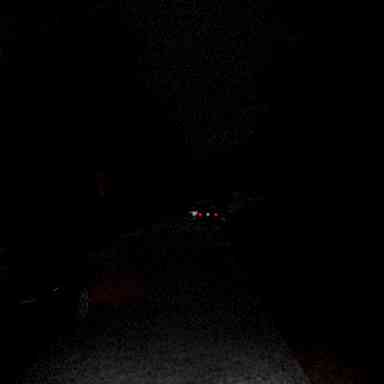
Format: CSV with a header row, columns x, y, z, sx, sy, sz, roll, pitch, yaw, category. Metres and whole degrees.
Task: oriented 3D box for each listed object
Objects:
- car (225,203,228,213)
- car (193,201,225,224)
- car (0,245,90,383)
x,y,z,sx,sy,sz,roll,pitch,yaw,category
3.558,1.979,42.423,1.895,1.301,4.718,0,-1,9,car
1.372,1.672,25.842,2.033,1.411,5.357,0,-1,6,car
-2.766,1.525,4.391,1.812,1.442,4.674,0,0,1,car
